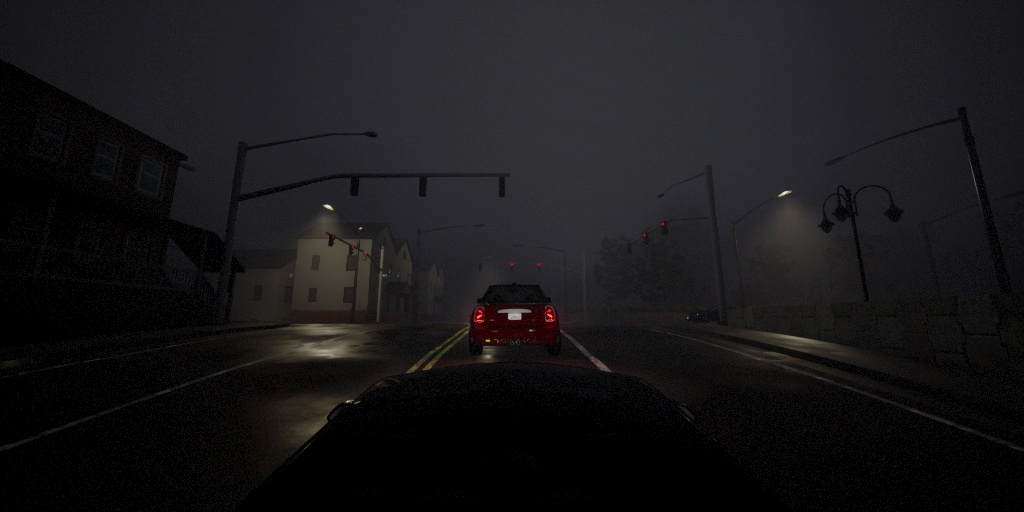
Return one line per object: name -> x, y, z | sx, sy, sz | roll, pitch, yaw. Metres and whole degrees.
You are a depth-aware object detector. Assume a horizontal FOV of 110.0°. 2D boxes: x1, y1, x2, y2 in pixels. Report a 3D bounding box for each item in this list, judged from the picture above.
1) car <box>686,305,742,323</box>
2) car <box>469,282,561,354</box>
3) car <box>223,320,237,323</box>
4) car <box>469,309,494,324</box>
car -> 16.312, 4.622, 28.270 | 4.902, 1.511, 2.128 | 0, -10, 1
car -> 0.062, 1.564, 10.043 | 2.097, 1.767, 4.553 | -1, -6, 0
car -> -19.890, 5.152, 24.881 | 5.008, 1.535, 1.882 | -9, -10, 0
car -> -2.988, 5.812, 34.222 | 1.895, 1.301, 4.718 | 2, -11, -11
